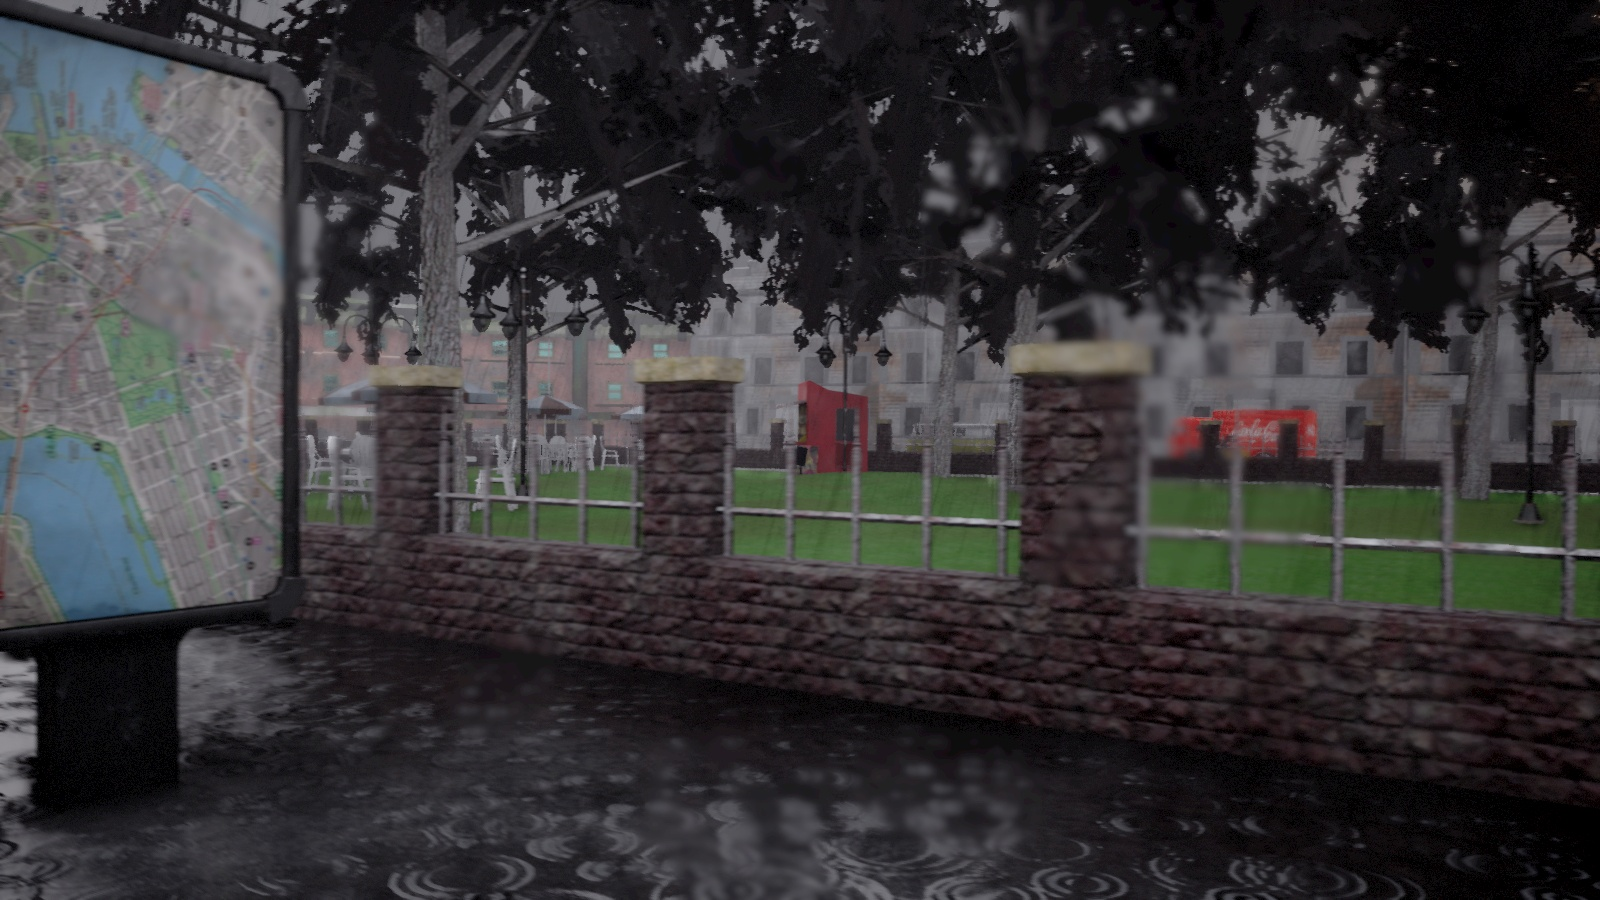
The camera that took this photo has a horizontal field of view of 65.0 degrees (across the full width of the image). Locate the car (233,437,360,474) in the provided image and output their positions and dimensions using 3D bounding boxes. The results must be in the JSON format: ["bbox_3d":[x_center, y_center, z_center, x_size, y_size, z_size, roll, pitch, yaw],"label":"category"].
[{"bbox_3d":[-21.761,0.191,54.437,1.837,1.490,4.892,0,1,34],"label":"car"}]

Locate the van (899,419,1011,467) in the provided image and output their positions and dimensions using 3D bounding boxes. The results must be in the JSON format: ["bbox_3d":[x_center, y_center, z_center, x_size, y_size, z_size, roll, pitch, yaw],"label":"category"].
[{"bbox_3d":[6.675,-0.315,54.106,4.442,1.987,1.775,0,1,34],"label":"van"}]

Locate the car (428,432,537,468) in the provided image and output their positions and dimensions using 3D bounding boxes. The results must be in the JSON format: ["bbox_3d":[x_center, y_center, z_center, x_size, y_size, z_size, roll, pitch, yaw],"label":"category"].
[{"bbox_3d":[-15.554,-0.037,61.526,4.856,1.649,2.033,-1,1,-25],"label":"car"}]

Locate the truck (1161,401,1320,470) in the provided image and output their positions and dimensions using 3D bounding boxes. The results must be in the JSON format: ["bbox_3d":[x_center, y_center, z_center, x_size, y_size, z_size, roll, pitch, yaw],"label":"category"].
[{"bbox_3d":[16.639,-0.554,47.499,5.204,2.467,2.627,0,1,34],"label":"truck"}]
